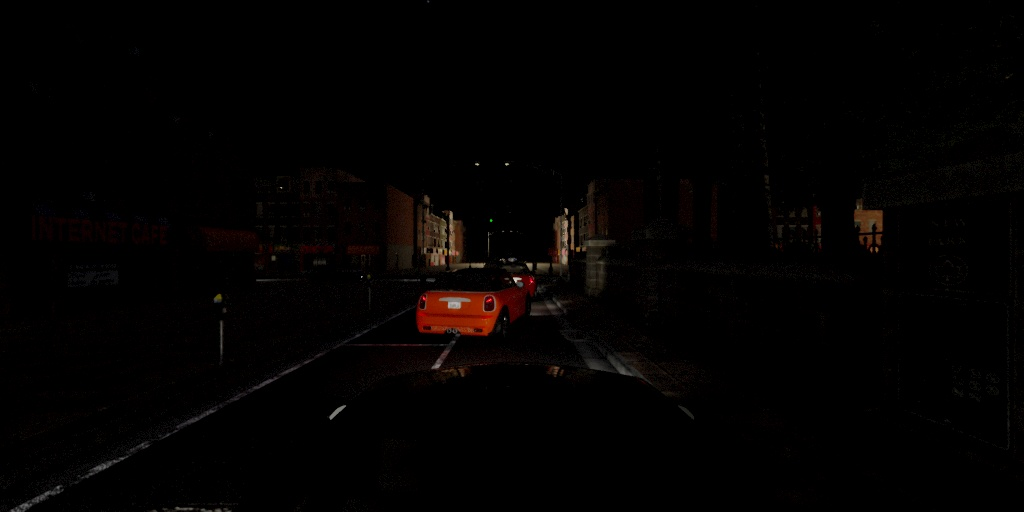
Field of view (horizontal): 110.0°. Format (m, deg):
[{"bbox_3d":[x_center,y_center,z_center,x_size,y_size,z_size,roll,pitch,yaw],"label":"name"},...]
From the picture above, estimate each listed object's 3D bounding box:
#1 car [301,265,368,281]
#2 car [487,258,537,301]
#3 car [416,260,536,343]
[{"bbox_3d":[-14.338,1.377,29.089,4.718,1.301,1.895,0,0,3],"label":"car"},{"bbox_3d":[0.075,1.105,17.285,2.097,1.767,4.553,0,0,1],"label":"car"},{"bbox_3d":[-0.795,1.104,9.985,2.097,1.767,4.553,0,0,13],"label":"car"}]
